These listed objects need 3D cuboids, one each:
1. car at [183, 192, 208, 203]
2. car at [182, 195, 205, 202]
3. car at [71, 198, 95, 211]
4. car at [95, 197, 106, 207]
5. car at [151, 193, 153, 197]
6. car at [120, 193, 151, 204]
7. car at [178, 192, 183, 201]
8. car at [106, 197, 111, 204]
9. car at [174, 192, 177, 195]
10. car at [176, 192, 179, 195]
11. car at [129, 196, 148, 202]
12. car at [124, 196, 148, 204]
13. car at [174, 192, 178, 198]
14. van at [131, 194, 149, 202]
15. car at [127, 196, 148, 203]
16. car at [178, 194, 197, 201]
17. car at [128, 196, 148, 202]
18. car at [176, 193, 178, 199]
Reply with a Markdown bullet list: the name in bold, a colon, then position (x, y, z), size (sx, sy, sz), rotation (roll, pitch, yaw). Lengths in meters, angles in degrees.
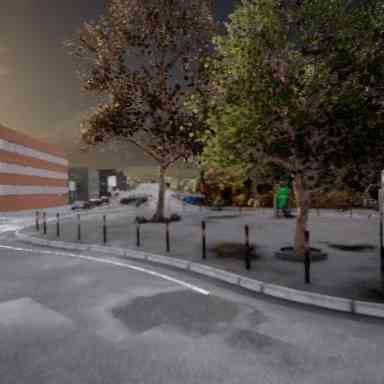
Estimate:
- **car**: position (1.012, 1.262, 65.753), size (4.553, 1.767, 2.185), rotation (-1, 1, -6)
- **car**: position (0.217, 1.409, 74.195), size (4.892, 1.521, 2.231), rotation (-1, 0, -6)
- **car**: position (-16.316, 1.949, 48.979), size (2.033, 1.411, 5.357), rotation (-1, 0, -5)
- **car**: position (-17.391, 1.897, 59.867), size (1.882, 1.535, 5.008), rotation (-1, 0, -5)
- **car**: position (-14.122, 1.695, 92.520), size (5.366, 1.575, 1.946), rotation (-1, 0, -6)
- **car**: position (-11.740, 1.433, 67.200), size (5.566, 2.045, 2.435), rotation (-1, 0, -6)
- **car**: position (0.454, 1.154, 71.506), size (5.566, 2.045, 2.435), rotation (-1, 0, -6)
- **car**: position (-18.347, 1.749, 70.236), size (1.837, 1.490, 4.892), rotation (-1, 0, -5)
- **car**: position (-1.832, 1.418, 93.980), size (5.008, 1.535, 2.097), rotation (-1, 0, -6)
- **car**: position (-0.953, 1.415, 85.429), size (5.008, 1.535, 2.097), rotation (-1, 0, -6)
- **car**: position (-13.468, 1.730, 84.066), size (4.792, 1.488, 2.163), rotation (-1, 0, -6)
- **car**: position (-12.289, 1.693, 72.825), size (5.008, 1.535, 2.097), rotation (-1, 0, -6)
- **car**: position (-1.534, 1.417, 91.172), size (5.008, 1.535, 2.097), rotation (-1, 0, -6)
- **van**: position (-13.617, 1.472, 86.891), size (4.442, 1.987, 1.878), rotation (-1, 0, -6)
- **car**: position (-12.863, 1.737, 78.447), size (4.674, 1.452, 2.002), rotation (-1, 0, -6)
- **car**: position (-1.207, 1.445, 88.242), size (4.792, 1.488, 2.163), rotation (-1, 0, -6)
- **car**: position (-13.147, 1.738, 81.258), size (4.674, 1.452, 2.002), rotation (-1, 0, -6)
- **car**: position (-0.664, 1.414, 82.620), size (5.008, 1.535, 2.097), rotation (-1, 0, -6)
